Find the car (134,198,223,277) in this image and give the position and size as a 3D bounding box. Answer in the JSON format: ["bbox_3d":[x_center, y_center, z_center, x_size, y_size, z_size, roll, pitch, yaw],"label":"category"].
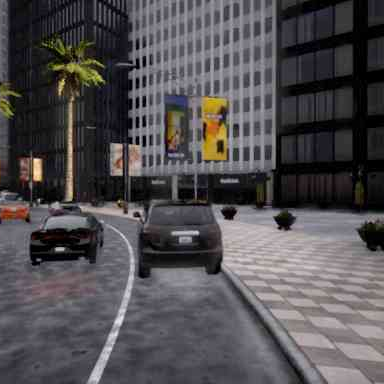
[{"bbox_3d":[-0.615,1.208,10.421,2.150,2.045,5.566,0,0,-10],"label":"car"}]

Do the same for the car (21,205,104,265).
[{"bbox_3d":[-4.234,1.459,11.831,1.882,1.535,5.008,0,0,-12],"label":"car"}]

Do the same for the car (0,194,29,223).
[{"bbox_3d":[-13.906,1.304,25.566,2.097,1.767,4.553,0,0,-33],"label":"car"}]

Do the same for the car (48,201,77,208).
[{"bbox_3d":[-9.939,1.463,25.872,1.837,1.490,4.892,0,0,-32],"label":"car"}]
